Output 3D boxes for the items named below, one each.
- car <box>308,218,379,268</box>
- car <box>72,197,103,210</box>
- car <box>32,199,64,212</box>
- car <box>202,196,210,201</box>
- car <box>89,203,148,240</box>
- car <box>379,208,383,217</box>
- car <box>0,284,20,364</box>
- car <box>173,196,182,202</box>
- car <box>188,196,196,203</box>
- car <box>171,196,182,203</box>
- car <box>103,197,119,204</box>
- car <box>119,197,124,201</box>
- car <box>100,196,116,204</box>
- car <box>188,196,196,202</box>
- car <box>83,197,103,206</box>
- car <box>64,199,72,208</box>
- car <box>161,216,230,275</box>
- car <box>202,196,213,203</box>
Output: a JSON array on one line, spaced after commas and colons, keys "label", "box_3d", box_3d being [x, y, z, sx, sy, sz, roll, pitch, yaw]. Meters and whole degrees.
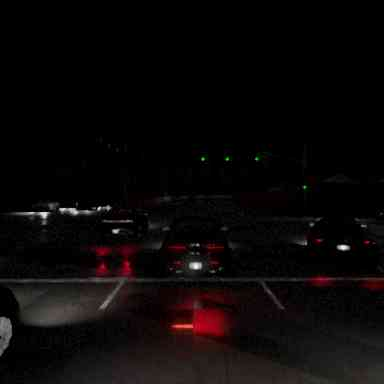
[{"label": "car", "box_3d": [5.113, 1.592, 11.614, 1.994, 1.385, 4.181, 0, 0, 20]}, {"label": "car", "box_3d": [-14.087, 1.559, 45.164, 1.882, 1.535, 5.008, 0, 0, 0]}, {"label": "car", "box_3d": [-17.593, 1.600, 40.275, 1.812, 1.442, 4.674, 0, 0, 0]}, {"label": "car", "box_3d": [3.502, 1.626, 82.514, 1.895, 1.301, 4.718, 0, 0, 0]}, {"label": "car", "box_3d": [-3.400, 1.528, 17.222, 2.128, 1.511, 4.902, 0, 0, 0]}, {"label": "car", "box_3d": [17.972, 1.543, 27.165, 4.902, 1.511, 2.128, 0, 0, 3]}, {"label": "car", "box_3d": [-3.401, 1.512, 2.866, 1.837, 1.490, 4.892, 0, 0, 0]}, {"label": "car", "box_3d": [-3.498, 1.681, 82.480, 2.033, 1.411, 5.357, 0, 0, 0]}, {"label": "car", "box_3d": [0.002, 1.626, 72.701, 1.837, 1.490, 4.892, 0, 0, 0]}, {"label": "car", "box_3d": [-3.498, 1.721, 72.351, 1.895, 1.301, 4.718, 0, 0, 0]}, {"label": "car", "box_3d": [-14.039, 1.698, 54.975, 1.895, 1.301, 4.718, 0, 0, 0]}, {"label": "car", "box_3d": [-13.998, 1.662, 65.637, 2.033, 1.411, 5.357, 0, 0, 0]}, {"label": "car", "box_3d": [-17.498, 1.659, 69.703, 2.033, 1.411, 5.357, 0, 0, 0]}, {"label": "car", "box_3d": [0.002, 1.682, 82.897, 2.033, 1.411, 5.357, 0, 0, 0]}, {"label": "car", "box_3d": [-17.502, 1.652, 59.079, 2.033, 1.411, 5.357, 0, 0, 0]}, {"label": "car", "box_3d": [-17.573, 1.652, 49.025, 1.994, 1.385, 4.181, 0, 0, 0]}, {"label": "car", "box_3d": [0.096, 1.530, 10.464, 1.837, 1.490, 4.892, 0, 0, 0]}, {"label": "car", "box_3d": [3.502, 1.588, 72.064, 1.882, 1.535, 5.008, 0, 0, 0]}]
